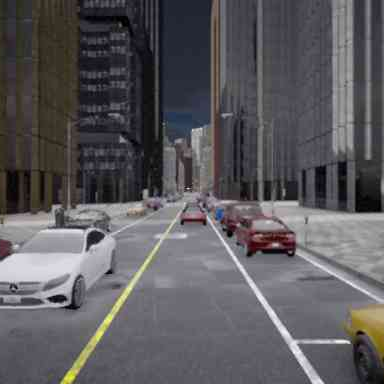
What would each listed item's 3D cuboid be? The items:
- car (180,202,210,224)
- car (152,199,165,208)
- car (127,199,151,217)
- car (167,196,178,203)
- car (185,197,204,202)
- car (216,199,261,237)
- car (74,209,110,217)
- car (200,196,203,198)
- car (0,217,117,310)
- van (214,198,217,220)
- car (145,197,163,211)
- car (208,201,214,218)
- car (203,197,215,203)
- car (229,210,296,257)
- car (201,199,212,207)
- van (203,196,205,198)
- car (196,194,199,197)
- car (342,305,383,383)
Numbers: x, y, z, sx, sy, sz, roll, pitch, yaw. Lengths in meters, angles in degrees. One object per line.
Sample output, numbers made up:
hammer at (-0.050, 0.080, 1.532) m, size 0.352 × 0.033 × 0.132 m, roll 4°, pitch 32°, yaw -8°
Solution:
car at (0.107, 1.761, 26.433) m, size 1.994 × 1.385 × 4.181 m, roll 0°, pitch 0°, yaw 0°
car at (-5.751, 1.954, 57.329) m, size 1.752 × 1.417 × 4.829 m, roll 0°, pitch 0°, yaw 0°
car at (-5.761, 1.788, 35.230) m, size 1.752 × 1.417 × 4.829 m, roll 0°, pitch 0°, yaw 0°
car at (-5.742, 2.009, 90.064) m, size 2.192 × 1.841 × 5.009 m, roll 0°, pitch 0°, yaw 0°
car at (0.112, 1.828, 45.151) m, size 2.128 × 1.511 × 4.902 m, roll 0°, pitch 0°, yaw 0°
car at (2.773, 1.455, 18.810) m, size 2.192 × 1.841 × 5.009 m, roll 0°, pitch 0°, yaw 0°
car at (-5.769, 1.691, 18.826) m, size 2.008 × 1.369 × 4.403 m, roll 0°, pitch 0°, yaw 0°
car at (2.775, 1.702, 51.961) m, size 2.192 × 1.841 × 5.009 m, roll 0°, pitch 0°, yaw 0°
car at (-3.093, 1.588, 8.081) m, size 1.812 × 1.442 × 4.674 m, roll 0°, pitch 0°, yaw 0°
van at (2.773, 1.522, 24.335) m, size 1.690 × 1.788 × 3.998 m, roll 0°, pitch 0°, yaw 0°
car at (-5.757, 1.661, 46.451) m, size 2.192 × 1.841 × 5.009 m, roll 0°, pitch 0°, yaw 0°
car at (2.775, 1.773, 29.859) m, size 2.008 × 1.369 × 4.403 m, roll 0°, pitch 0°, yaw 0°
car at (2.775, 1.745, 40.910) m, size 1.967 × 1.590 × 4.097 m, roll 0°, pitch 0°, yaw 0°
car at (2.773, 1.644, 13.283) m, size 1.887 × 1.381 × 4.507 m, roll 0°, pitch 0°, yaw 0°
car at (2.777, 2.018, 63.010) m, size 1.887 × 1.381 × 4.507 m, roll 0°, pitch 0°, yaw 0°
van at (2.775, 1.687, 46.435) m, size 1.690 × 1.788 × 3.998 m, roll 0°, pitch 0°, yaw 0°
car at (2.783, 2.009, 90.052) m, size 2.192 × 1.841 × 5.009 m, roll 0°, pitch 0°, yaw 0°
car at (2.772, 1.544, 2.402) m, size 1.752 × 1.417 × 4.829 m, roll 0°, pitch 0°, yaw 0°
